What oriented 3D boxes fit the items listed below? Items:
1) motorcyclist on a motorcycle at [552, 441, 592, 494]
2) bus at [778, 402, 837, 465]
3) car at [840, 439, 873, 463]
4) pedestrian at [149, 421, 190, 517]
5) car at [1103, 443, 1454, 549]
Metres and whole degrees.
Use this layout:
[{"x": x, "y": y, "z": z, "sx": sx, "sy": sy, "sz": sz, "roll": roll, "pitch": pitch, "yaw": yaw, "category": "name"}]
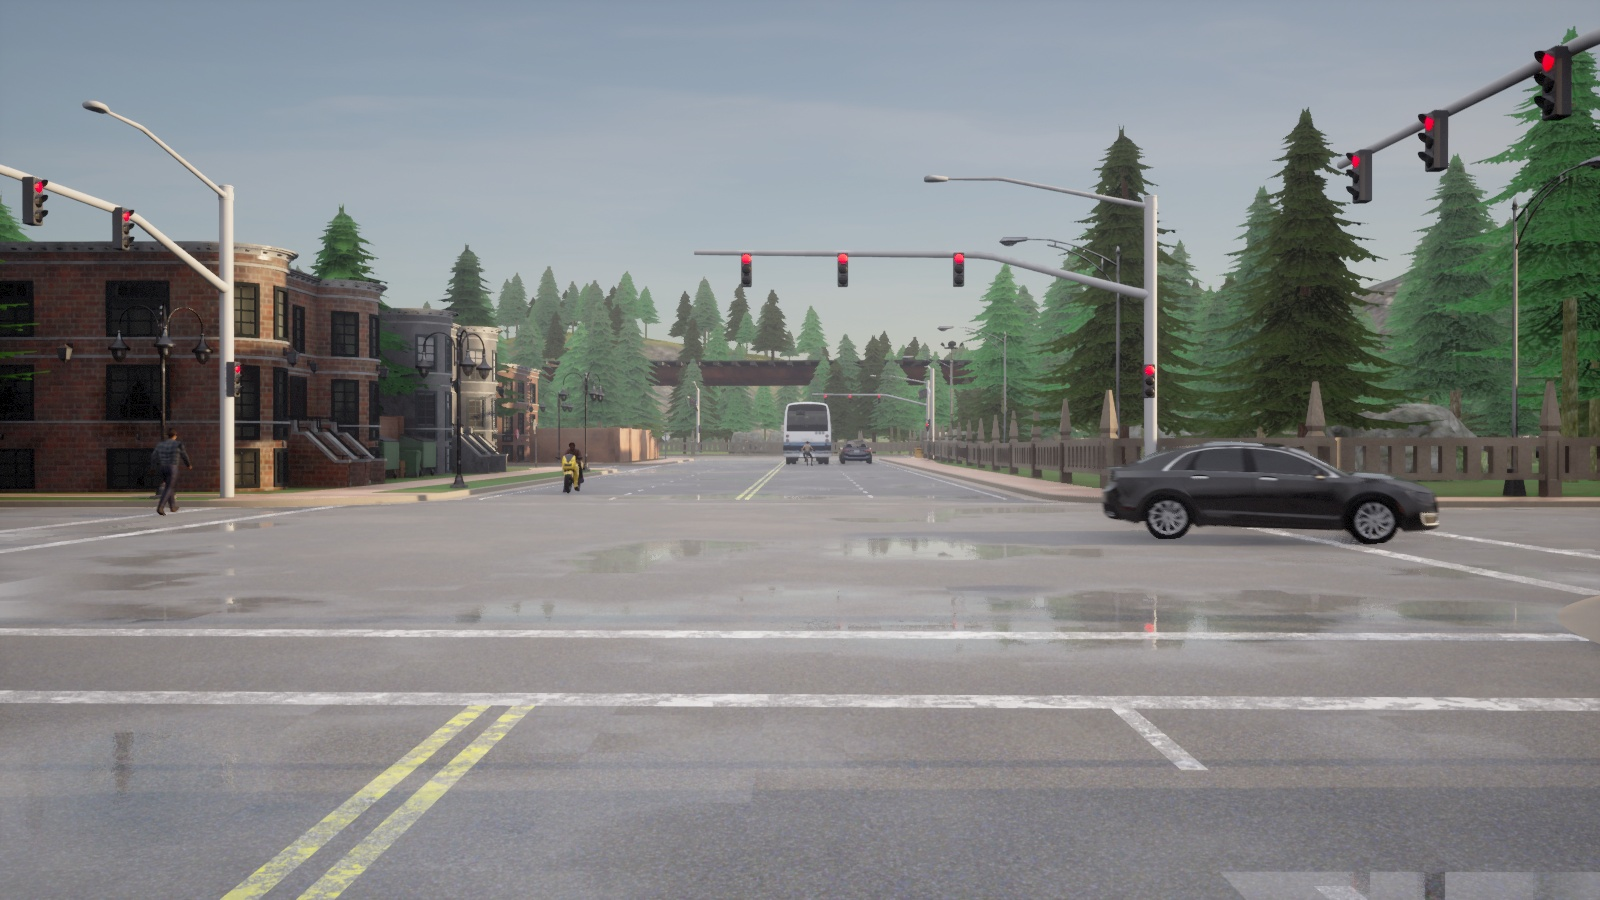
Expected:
[{"x": -6.774, "y": 0.512, "z": 37.429, "sx": 0.797, "sy": 1.523, "sz": 2.044, "roll": 0, "pitch": 0, "yaw": 0, "category": "motorcyclist on a motorcycle"}, {"x": 0.524, "y": -1.136, "z": 89.810, "sx": 3.944, "sy": 4.253, "sz": 10.273, "roll": 0, "pitch": 0, "yaw": 0, "category": "bus"}, {"x": 4.025, "y": 0.083, "z": 90.532, "sx": 2.242, "sy": 1.667, "sz": 4.611, "roll": 0, "pitch": 0, "yaw": 1, "category": "car"}, {"x": -12.944, "y": 0.379, "z": 25.810, "sx": 0.423, "sy": 1.949, "sz": 0.788, "roll": 0, "pitch": 0, "yaw": 2, "category": "pedestrian"}, {"x": 7.303, "y": 0.647, "z": 19.566, "sx": 4.892, "sy": 1.490, "sz": 1.837, "roll": 0, "pitch": 1, "yaw": 18, "category": "car"}]
